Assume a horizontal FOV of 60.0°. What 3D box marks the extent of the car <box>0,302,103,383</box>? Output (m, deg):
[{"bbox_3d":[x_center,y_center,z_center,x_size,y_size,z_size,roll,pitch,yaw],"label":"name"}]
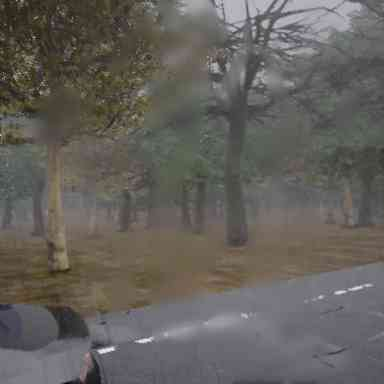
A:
[{"bbox_3d":[-2.998,1.517,1.848,4.902,1.511,2.128,1,-1,-32],"label":"car"}]
